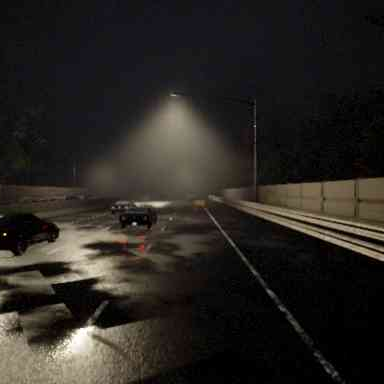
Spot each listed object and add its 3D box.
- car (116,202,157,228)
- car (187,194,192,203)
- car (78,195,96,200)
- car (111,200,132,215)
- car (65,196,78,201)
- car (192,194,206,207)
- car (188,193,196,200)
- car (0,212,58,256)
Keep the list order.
[{"bbox_3d":[-3.397,1.594,21.915,1.895,1.301,4.718,0,0,0],"label":"car"},{"bbox_3d":[0.007,1.486,69.886,1.812,1.442,4.674,0,0,0],"label":"car"},{"bbox_3d":[-20.994,1.368,67.837,2.097,1.767,4.553,0,0,0],"label":"car"},{"bbox_3d":[-6.898,1.537,34.092,2.033,1.411,5.357,0,0,0],"label":"car"},{"bbox_3d":[-24.494,1.536,68.224,1.812,1.442,4.674,0,0,0],"label":"car"},{"bbox_3d":[1.230,1.455,51.521,1.801,1.575,5.366,0,0,0],"label":"car"},{"bbox_3d":[0.009,1.265,91.472,2.097,1.767,4.553,0,0,0],"label":"car"},{"bbox_3d":[-6.899,1.521,12.991,1.812,1.442,4.674,0,0,0],"label":"car"}]
